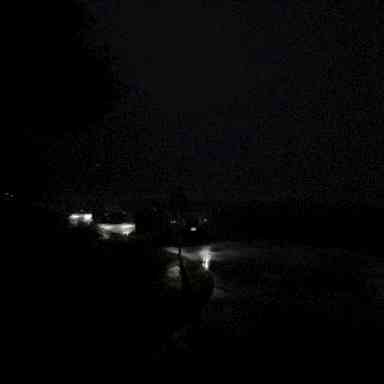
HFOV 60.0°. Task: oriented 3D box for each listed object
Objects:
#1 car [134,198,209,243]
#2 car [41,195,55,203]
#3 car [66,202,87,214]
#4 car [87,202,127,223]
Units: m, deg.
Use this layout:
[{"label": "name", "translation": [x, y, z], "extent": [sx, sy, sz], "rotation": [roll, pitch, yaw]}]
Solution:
[{"label": "car", "translation": [-1.282, 1.351, 17.653], "extent": [2.150, 2.045, 5.566], "rotation": [0, 0, -30]}, {"label": "car", "translation": [-36.507, 1.718, 85.231], "extent": [2.150, 2.045, 5.566], "rotation": [0, 0, -30]}, {"label": "car", "translation": [-13.270, 1.784, 38.721], "extent": [1.895, 1.301, 4.718], "rotation": [0, 0, -30]}, {"label": "car", "translation": [-6.953, 1.622, 27.609], "extent": [1.882, 1.535, 5.008], "rotation": [0, 0, -30]}]
